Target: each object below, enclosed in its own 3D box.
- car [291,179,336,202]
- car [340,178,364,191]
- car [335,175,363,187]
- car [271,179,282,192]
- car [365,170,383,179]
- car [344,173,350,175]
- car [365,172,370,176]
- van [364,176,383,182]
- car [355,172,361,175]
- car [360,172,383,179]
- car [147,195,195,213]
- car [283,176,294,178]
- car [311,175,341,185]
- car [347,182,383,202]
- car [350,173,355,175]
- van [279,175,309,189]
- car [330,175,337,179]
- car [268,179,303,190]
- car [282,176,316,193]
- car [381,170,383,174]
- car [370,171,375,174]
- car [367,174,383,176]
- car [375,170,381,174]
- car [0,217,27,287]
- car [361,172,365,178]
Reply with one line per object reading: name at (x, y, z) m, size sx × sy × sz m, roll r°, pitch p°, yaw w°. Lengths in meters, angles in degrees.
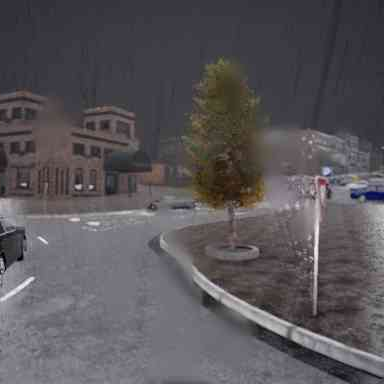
car at (12.458, -0.089, 33.947) m, size 4.553 × 1.767 × 2.097 m, roll -6°, pitch 5°, yaw -44°
car at (20.699, -0.589, 39.641) m, size 1.812 × 1.442 × 4.674 m, roll -5°, pitch 5°, yaw -38°
car at (24.990, -1.559, 52.932) m, size 4.181 × 1.385 × 1.994 m, roll -6°, pitch 5°, yaw -44°
car at (10.315, -0.729, 47.496) m, size 4.792 × 1.488 × 2.163 m, roll -1°, pitch 4°, yaw 25°
car at (45.949, -4.428, 82.278) m, size 5.566 × 2.045 × 2.435 m, roll -1°, pitch 3°, yaw 26°
car at (27.076, -2.431, 63.932) m, size 4.892 × 1.521 × 2.231 m, roll -1°, pitch 4°, yaw 26°
car at (35.465, -3.218, 72.114) m, size 4.674 × 1.452 × 2.002 m, roll -1°, pitch 3°, yaw 26°
van at (19.440, -0.319, 32.295) m, size 4.442 × 1.987 × 1.878 m, roll 1°, pitch 5°, yaw 27°
car at (31.269, -2.849, 68.019) m, size 5.008 × 1.535 × 2.097 m, roll -1°, pitch 4°, yaw 26°
car at (43.714, -4.008, 80.331) m, size 5.366 × 1.575 × 1.946 m, roll -1°, pitch 3°, yaw 26°
car at (-1.729, 0.930, 28.345) m, size 4.181 × 1.385 × 1.994 m, roll -4°, pitch 4°, yaw -43°
car at (12.455, -1.095, 49.529) m, size 4.553 × 1.767 × 2.185 m, roll -1°, pitch 4°, yaw 25°
car at (24.974, -2.224, 61.894) m, size 5.008 × 1.535 × 2.097 m, roll -1°, pitch 3°, yaw 26°
car at (17.142, 0.117, 30.336) m, size 5.008 × 1.535 × 2.097 m, roll 1°, pitch 5°, yaw 27°
car at (29.172, -2.639, 65.973) m, size 4.892 × 1.521 × 2.231 m, roll -1°, pitch 4°, yaw 26°
van at (16.502, -1.611, 53.719) m, size 4.442 × 1.987 × 1.878 m, roll -1°, pitch 4°, yaw 26°
car at (22.914, -1.986, 59.827) m, size 4.792 × 1.488 × 2.163 m, roll -1°, pitch 3°, yaw 26°
car at (14.524, -1.179, 51.626) m, size 5.008 × 1.535 × 2.097 m, roll -1°, pitch 3°, yaw 25°
car at (14.440, -0.799, 43.882) m, size 4.553 × 1.767 × 2.097 m, roll -5°, pitch 5°, yaw -40°
car at (41.768, -3.828, 78.218) m, size 5.008 × 1.535 × 2.097 m, roll -1°, pitch 3°, yaw 26°
car at (37.583, -3.579, 74.117) m, size 4.553 × 1.767 × 2.185 m, roll -1°, pitch 4°, yaw 26°
car at (21.503, -0.557, 34.384) m, size 5.566 × 2.045 × 2.435 m, roll 1°, pitch 5°, yaw 27°
car at (39.673, -3.645, 76.175) m, size 5.008 × 1.535 × 2.097 m, roll -1°, pitch 3°, yaw 26°
car at (-5.539, 1.350, 8.503) m, size 2.128 × 1.511 × 4.902 m, roll 1°, pitch 0°, yaw -18°
car at (33.383, -3.180, 70.041) m, size 4.553 × 1.767 × 2.185 m, roll -1°, pitch 4°, yaw 26°
